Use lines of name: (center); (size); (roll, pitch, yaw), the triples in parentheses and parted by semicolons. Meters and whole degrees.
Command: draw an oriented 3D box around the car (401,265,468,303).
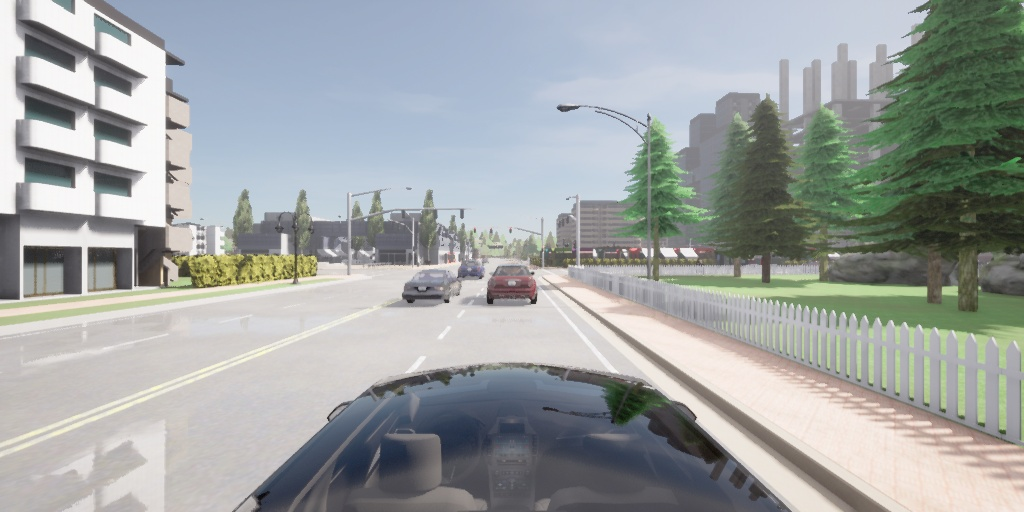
car: (-3.500, 1.312, 16.500); (2.033, 1.411, 5.357); (0, 0, 0)

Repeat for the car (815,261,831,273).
car: (37.889, 1.313, 40.324); (5.357, 1.411, 2.033); (0, 0, -1)

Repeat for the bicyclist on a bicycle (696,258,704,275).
bicyclist on a bicycle: (18.793, 1.051, 35.957); (0.582, 1.620, 1.656); (0, 0, -1)

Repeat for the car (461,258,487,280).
car: (-3.500, 1.115, 31.470); (2.097, 1.767, 4.553); (0, 0, 0)

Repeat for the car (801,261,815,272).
car: (37.801, 1.322, 43.823); (4.181, 1.385, 1.994); (0, 0, -1)

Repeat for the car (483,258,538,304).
car: (0.000, 1.115, 16.470); (2.097, 1.767, 4.553); (0, 0, 0)
